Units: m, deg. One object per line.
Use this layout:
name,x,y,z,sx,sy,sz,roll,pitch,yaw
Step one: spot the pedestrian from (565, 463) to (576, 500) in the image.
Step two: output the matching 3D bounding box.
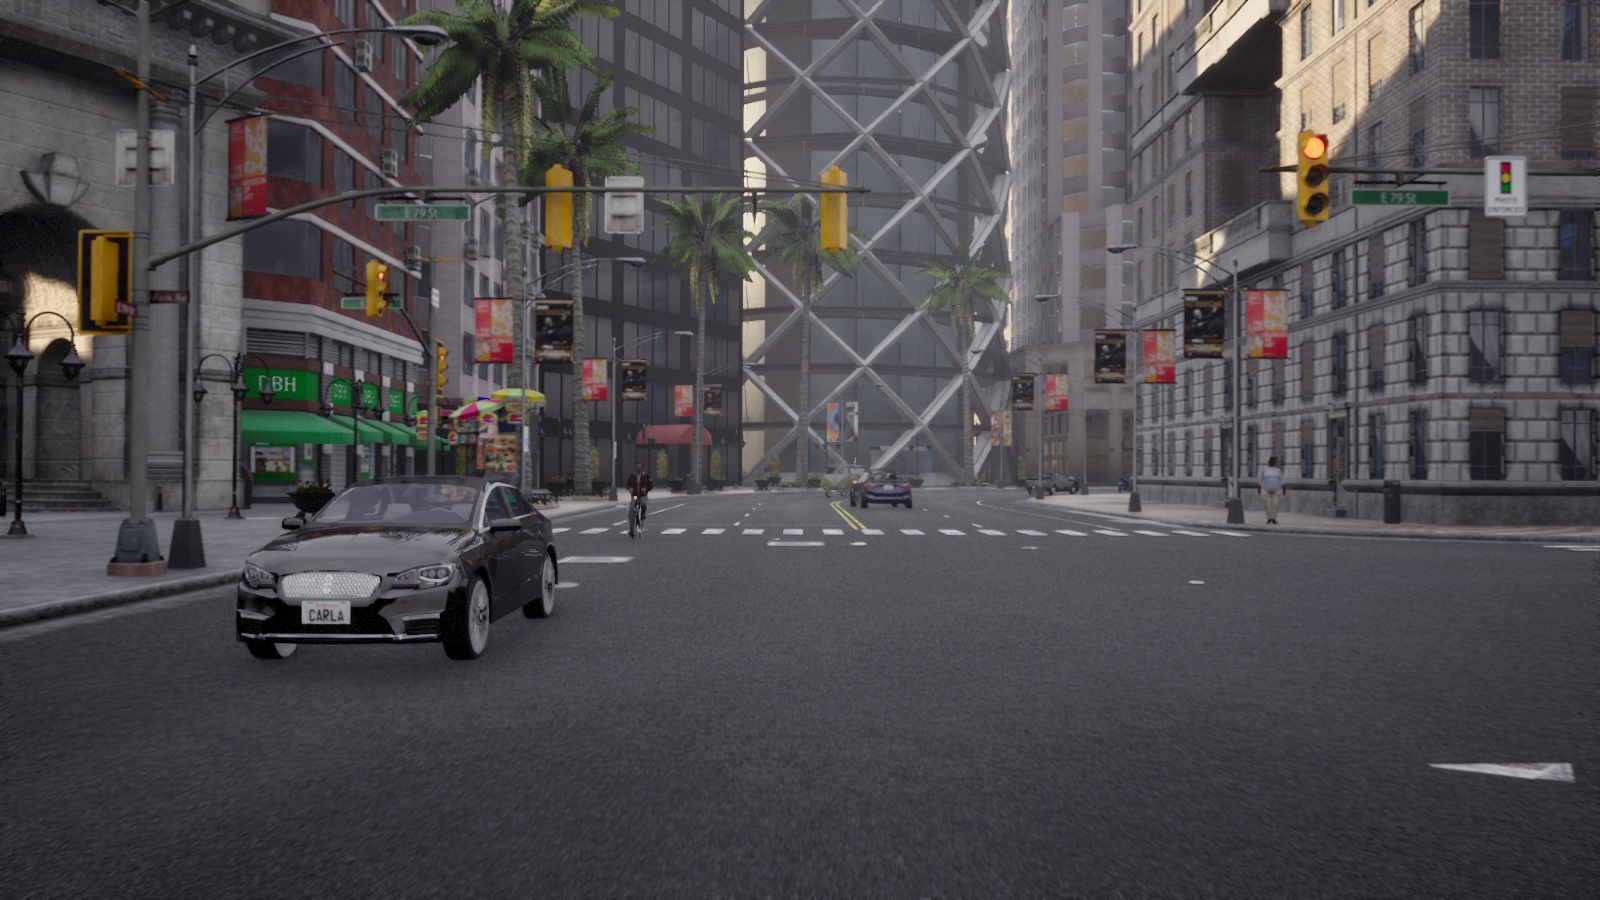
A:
pedestrian,-11.466,1.566,62.648,0.331,1.846,0.634,0,-1,10

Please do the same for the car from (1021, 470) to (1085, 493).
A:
car,17.153,2.126,85.033,2.128,1.511,4.902,-1,-1,40

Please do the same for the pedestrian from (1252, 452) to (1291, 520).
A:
pedestrian,13.069,1.002,34.839,0.874,1.855,0.900,0,-1,13

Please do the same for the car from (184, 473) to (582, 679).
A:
car,-3.529,0.983,11.807,2.128,1.511,4.902,0,-1,0

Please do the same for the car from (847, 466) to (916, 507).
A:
car,3.472,1.559,54.590,2.242,1.667,4.611,0,-1,-6

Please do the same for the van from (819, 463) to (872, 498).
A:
van,2.750,1.800,74.280,1.775,1.987,4.442,-1,-1,21

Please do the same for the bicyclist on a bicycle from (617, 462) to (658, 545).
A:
bicyclist on a bicycle,-3.568,1.163,27.694,0.659,1.776,1.843,0,-1,0
